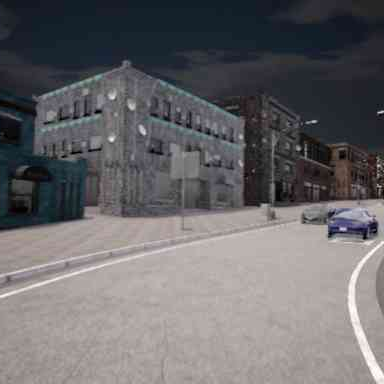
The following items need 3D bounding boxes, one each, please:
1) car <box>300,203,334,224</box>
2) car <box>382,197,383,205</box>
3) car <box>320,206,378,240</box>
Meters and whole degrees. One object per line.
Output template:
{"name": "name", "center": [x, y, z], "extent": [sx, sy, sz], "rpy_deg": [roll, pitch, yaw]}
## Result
{"name": "car", "center": [9.862, 1.626, 25.485], "extent": [1.837, 1.490, 4.892], "rpy_deg": [-1, -1, 37]}
{"name": "car", "center": [34.421, 1.482, 57.593], "extent": [2.033, 1.411, 5.357], "rpy_deg": [-1, 0, 37]}
{"name": "car", "center": [8.489, 1.588, 17.515], "extent": [1.812, 1.442, 4.674], "rpy_deg": [-1, -1, 37]}
